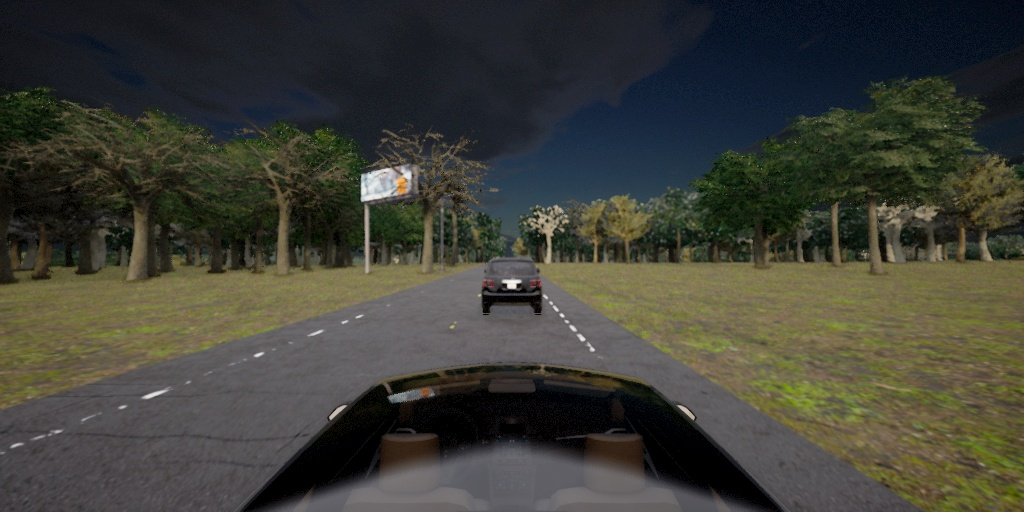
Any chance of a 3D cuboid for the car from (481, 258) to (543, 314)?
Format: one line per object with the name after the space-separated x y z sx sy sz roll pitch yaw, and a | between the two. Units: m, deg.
0.008 1.075 14.436 2.150 2.045 5.566 0 0 0 | car
